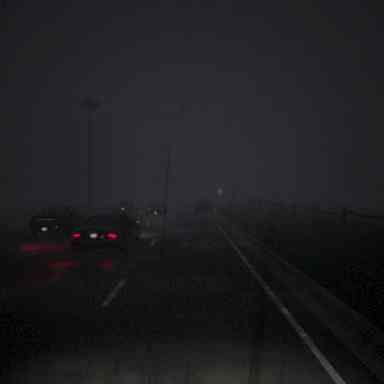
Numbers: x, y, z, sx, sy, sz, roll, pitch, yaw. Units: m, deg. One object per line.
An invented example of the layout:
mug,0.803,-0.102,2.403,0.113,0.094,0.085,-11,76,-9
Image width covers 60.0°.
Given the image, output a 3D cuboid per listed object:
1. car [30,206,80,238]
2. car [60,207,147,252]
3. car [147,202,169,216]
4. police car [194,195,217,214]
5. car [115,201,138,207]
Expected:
car,-6.883,1.515,17.931,2.128,1.511,4.902,0,0,0
car,-3.388,1.566,13.979,2.033,1.411,5.357,0,0,0
car,-3.369,1.645,32.951,1.895,1.301,4.718,0,0,0
police car,1.258,1.474,35.796,1.930,1.638,5.238,0,0,0
car,-6.866,1.610,35.058,1.994,1.385,4.181,0,0,0
